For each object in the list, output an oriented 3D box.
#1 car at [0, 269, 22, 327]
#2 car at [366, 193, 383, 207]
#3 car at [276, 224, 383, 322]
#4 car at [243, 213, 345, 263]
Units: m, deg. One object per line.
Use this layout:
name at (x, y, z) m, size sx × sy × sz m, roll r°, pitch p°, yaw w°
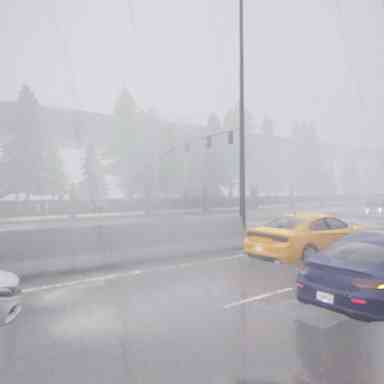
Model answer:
car at (-4.938, 1.512, 4.531) m, size 4.674 × 1.442 × 1.812 m, roll 1°, pitch 0°, yaw -36°
car at (24.423, 0.981, 42.900) m, size 4.553 × 1.767 × 2.097 m, roll -1°, pitch 0°, yaw -35°
car at (4.000, 1.486, 6.631) m, size 4.674 × 1.442 × 1.812 m, roll -1°, pitch 0°, yaw -35°
car at (3.906, 1.419, 10.853) m, size 5.008 × 1.535 × 1.882 m, roll -1°, pitch 1°, yaw -35°
